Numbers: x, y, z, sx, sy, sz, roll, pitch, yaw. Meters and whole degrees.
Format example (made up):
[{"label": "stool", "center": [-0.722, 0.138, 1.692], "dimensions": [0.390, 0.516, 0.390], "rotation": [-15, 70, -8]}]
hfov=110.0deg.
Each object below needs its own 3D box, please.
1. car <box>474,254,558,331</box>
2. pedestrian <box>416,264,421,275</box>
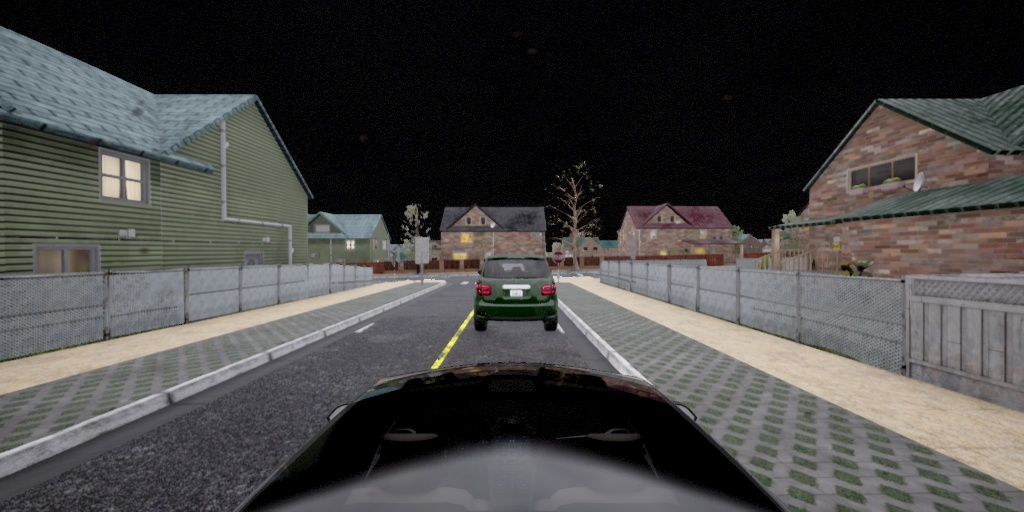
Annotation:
[{"label": "car", "center": [0.093, 0.966, 11.060], "dimensions": [2.150, 2.045, 5.566], "rotation": [0, 0, 0]}, {"label": "pedestrian", "center": [-9.664, 1.011, 36.956], "dimensions": [0.375, 1.860, 0.375], "rotation": [0, 2, 0]}]
